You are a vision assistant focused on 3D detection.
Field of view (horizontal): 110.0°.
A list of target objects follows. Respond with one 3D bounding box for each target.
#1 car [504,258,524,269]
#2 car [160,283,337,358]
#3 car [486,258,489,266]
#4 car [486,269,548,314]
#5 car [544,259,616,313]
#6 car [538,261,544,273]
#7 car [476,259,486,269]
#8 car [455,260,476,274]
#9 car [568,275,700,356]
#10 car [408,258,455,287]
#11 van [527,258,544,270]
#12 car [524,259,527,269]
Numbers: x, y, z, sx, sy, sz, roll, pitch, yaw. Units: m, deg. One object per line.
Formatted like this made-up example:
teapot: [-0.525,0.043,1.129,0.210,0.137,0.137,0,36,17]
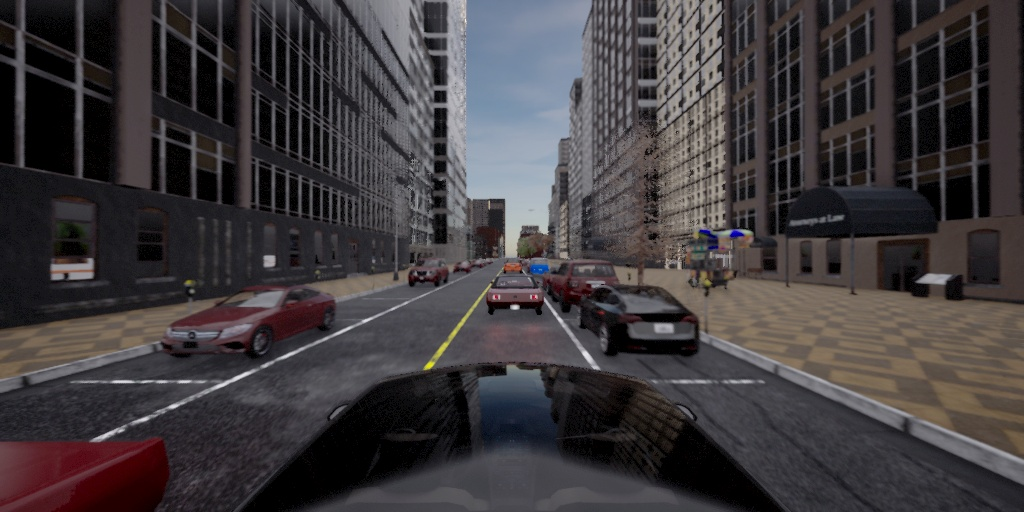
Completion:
car: [0.102,1.109,42.275,2.097,1.767,4.553,0,0,0]
car: [-5.688,1.333,8.434,1.802,1.307,4.207,0,0,0]
car: [-5.686,1.200,63.826,1.967,1.591,4.097,0,0,0]
car: [0.101,1.353,13.740,1.895,1.301,4.718,0,0,0]
car: [2.693,1.067,13.973,2.192,1.841,5.009,0,0,0]
car: [2.693,1.193,19.513,1.967,1.591,4.097,0,0,0]
car: [-5.687,1.305,58.287,1.888,1.381,4.507,0,0,0]
car: [-5.687,1.302,41.670,1.888,1.381,4.507,0,0,0]
car: [2.693,1.317,8.434,1.948,1.339,4.313,0,0,0]
car: [-5.688,1.069,25.052,2.192,1.841,5.009,0,0,0]
van: [2.693,1.097,36.130,1.690,1.789,3.998,0,0,0]
car: [2.693,1.197,41.670,1.967,1.591,4.097,0,0,0]
